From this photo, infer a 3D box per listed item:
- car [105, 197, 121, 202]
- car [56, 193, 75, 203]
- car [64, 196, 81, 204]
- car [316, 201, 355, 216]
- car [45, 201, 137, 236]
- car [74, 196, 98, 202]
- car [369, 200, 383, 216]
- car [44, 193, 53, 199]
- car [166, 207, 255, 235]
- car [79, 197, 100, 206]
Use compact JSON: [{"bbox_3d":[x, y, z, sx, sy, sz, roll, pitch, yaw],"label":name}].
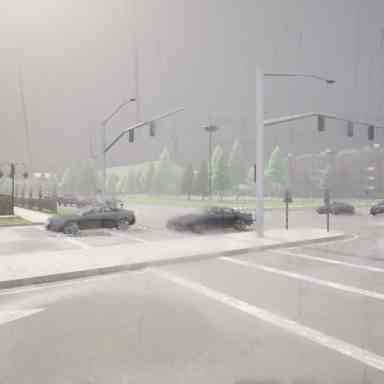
[{"bbox_3d":[-11.387,1.491,47.620,2.128,1.511,4.902,0,0,-36],"label":"car"},{"bbox_3d":[-19.903,1.221,53.400,2.150,2.045,5.566,0,0,-36],"label":"car"},{"bbox_3d":[-22.954,1.564,63.658,1.994,1.385,4.181,0,0,-36],"label":"car"},{"bbox_3d":[13.980,1.564,32.341,4.181,1.385,1.994,0,0,-35],"label":"car"},{"bbox_3d":[-5.491,1.491,18.492,4.902,1.511,2.128,0,0,-35],"label":"car"},{"bbox_3d":[-14.192,1.601,45.524,1.895,1.301,4.718,0,0,-36],"label":"car"},{"bbox_3d":[18.658,1.504,31.376,4.892,1.490,1.837,0,0,-35],"label":"car"},{"bbox_3d":[-26.038,1.221,61.947,2.150,2.045,5.566,0,0,-35],"label":"car"},{"bbox_3d":[1.182,1.547,18.945,5.357,1.411,2.033,0,0,-35],"label":"car"},{"bbox_3d":[-17.146,1.564,55.563,1.994,1.385,4.181,0,0,-36],"label":"car"}]
